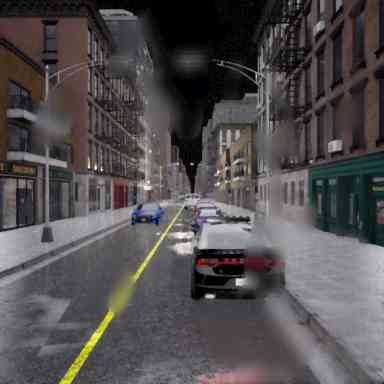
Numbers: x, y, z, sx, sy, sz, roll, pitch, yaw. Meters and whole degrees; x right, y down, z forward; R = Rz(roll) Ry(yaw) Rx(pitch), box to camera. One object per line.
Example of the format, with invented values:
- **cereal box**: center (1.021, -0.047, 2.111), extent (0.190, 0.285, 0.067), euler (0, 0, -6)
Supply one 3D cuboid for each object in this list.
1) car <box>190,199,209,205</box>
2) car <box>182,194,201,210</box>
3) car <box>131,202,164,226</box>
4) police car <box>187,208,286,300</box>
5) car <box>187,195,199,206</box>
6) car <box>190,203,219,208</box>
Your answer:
- **car**: center (0.953, 1.496, 24.484), extent (1.882, 1.535, 5.008), euler (0, 0, 0)
- **car**: center (0.106, 1.301, 45.533), extent (2.150, 2.045, 5.566), euler (0, 0, 1)
- **car**: center (-3.051, 1.494, 23.547), extent (1.882, 1.535, 5.008), euler (0, 0, 0)
- **police car**: center (0.918, 1.426, 8.593), extent (1.930, 1.638, 5.238), euler (0, 0, 0)
- **car**: center (0.127, 1.487, 59.489), extent (2.097, 1.767, 4.553), euler (0, 0, 0)
- **car**: center (0.940, 1.535, 18.484), extent (1.812, 1.442, 4.674), euler (0, 0, 0)
